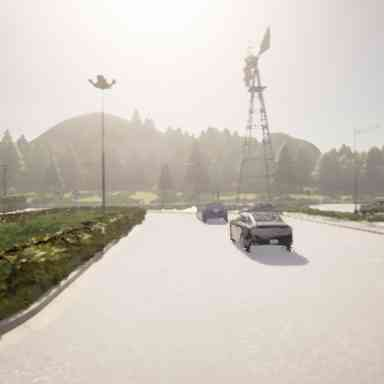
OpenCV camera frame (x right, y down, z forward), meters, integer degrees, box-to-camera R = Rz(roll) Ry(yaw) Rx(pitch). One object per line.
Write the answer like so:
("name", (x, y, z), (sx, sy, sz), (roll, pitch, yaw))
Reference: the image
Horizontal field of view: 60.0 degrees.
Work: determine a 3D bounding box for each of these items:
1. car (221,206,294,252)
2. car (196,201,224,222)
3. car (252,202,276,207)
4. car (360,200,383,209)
("car", (2.806, 1.587, 14.305), (2.128, 1.511, 4.902), (-1, 0, -3))
("car", (1.669, 1.588, 29.150), (2.097, 1.767, 4.553), (-1, -1, -8))
("car", (6.553, 1.721, 31.688), (3.905, 1.438, 1.784), (-1, 0, -4))
("car", (19.311, 1.572, 33.726), (4.193, 1.474, 1.816), (-1, 0, -4))
